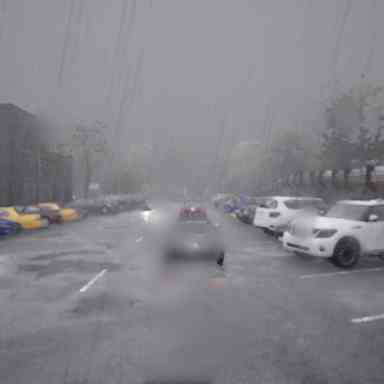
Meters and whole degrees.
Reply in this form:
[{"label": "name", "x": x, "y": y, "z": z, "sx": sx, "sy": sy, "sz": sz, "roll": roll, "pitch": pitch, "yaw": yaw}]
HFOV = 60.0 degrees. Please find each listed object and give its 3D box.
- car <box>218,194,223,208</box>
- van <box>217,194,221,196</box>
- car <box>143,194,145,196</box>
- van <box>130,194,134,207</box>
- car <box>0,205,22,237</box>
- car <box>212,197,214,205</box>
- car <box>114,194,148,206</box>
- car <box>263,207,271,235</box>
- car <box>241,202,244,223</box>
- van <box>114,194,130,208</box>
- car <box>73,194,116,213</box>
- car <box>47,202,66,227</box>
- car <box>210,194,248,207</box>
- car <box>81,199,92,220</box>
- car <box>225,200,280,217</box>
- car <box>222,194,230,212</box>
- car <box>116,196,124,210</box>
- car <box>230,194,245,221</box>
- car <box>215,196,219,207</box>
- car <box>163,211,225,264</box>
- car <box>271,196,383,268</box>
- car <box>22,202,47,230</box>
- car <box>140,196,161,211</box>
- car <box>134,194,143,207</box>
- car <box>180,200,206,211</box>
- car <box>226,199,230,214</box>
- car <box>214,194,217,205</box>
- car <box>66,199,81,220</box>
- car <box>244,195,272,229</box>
[{"label": "car", "x": 5.914, "y": 1.467, "z": 38.677, "sx": 4.553, "sy": 1.767, "sz": 2.185, "roll": 1, "pitch": 0, "yaw": -20}, {"label": "van", "x": 6.067, "y": 1.384, "z": 44.766, "sx": 4.442, "sy": 1.987, "sz": 1.878, "roll": 1, "pitch": 0, "yaw": -20}, {"label": "car", "x": -10.960, "y": 1.379, "z": 53.994, "sx": 5.566, "sy": 2.045, "sz": 2.435, "roll": -1, "pitch": 0, "yaw": -20}, {"label": "van", "x": -11.098, "y": 1.392, "z": 48.017, "sx": 4.442, "sy": 1.987, "sz": 1.878, "roll": -1, "pitch": 0, "yaw": -20}, {"label": "car", "x": -11.013, "y": 1.530, "z": 15.504, "sx": 5.008, "sy": 1.535, "sz": 2.097, "roll": -1, "pitch": 0, "yaw": -20}, {"label": "car", "x": 5.944, "y": 1.371, "z": 50.747, "sx": 5.566, "sy": 2.045, "sz": 2.435, "roll": 1, "pitch": 0, "yaw": -20}, {"label": "car", "x": -11.001, "y": 1.394, "z": 59.878, "sx": 5.566, "sy": 2.045, "sz": 2.435, "roll": -1, "pitch": 0, "yaw": -20}, {"label": "car", "x": 5.900, "y": 1.556, "z": 14.488, "sx": 4.792, "sy": 1.488, "sz": 2.163, "roll": 1, "pitch": 0, "yaw": -20}, {"label": "car", "x": 5.921, "y": 1.545, "z": 20.552, "sx": 4.892, "sy": 1.521, "sz": 2.231, "roll": 1, "pitch": 0, "yaw": -20}, {"label": "van", "x": -11.102, "y": 1.385, "z": 45.058, "sx": 4.442, "sy": 1.987, "sz": 1.878, "roll": -1, "pitch": 0, "yaw": -20}, {"label": "car", "x": -11.028, "y": 1.461, "z": 36.215, "sx": 4.553, "sy": 1.767, "sz": 2.185, "roll": -1, "pitch": 0, "yaw": -20}, {"label": "car", "x": -11.011, "y": 1.546, "z": 21.434, "sx": 5.008, "sy": 1.535, "sz": 2.097, "roll": -1, "pitch": 0, "yaw": -20}, {"label": "car", "x": 5.988, "y": 1.379, "z": 53.807, "sx": 5.566, "sy": 2.045, "sz": 2.435, "roll": 1, "pitch": 0, "yaw": -20}, {"label": "car", "x": -10.981, "y": 1.592, "z": 27.364, "sx": 4.792, "sy": 1.488, "sz": 2.163, "roll": -1, "pitch": 0, "yaw": -20}, {"label": "car", "x": 5.914, "y": 1.606, "z": 32.624, "sx": 4.792, "sy": 1.488, "sz": 2.163, "roll": 1, "pitch": 0, "yaw": -20}, {"label": "car", "x": 5.973, "y": 1.317, "z": 29.623, "sx": 5.566, "sy": 2.045, "sz": 2.435, "roll": 1, "pitch": 0, "yaw": -20}, {"label": "car", "x": -10.995, "y": 1.595, "z": 39.190, "sx": 4.892, "sy": 1.521, "sz": 2.231, "roll": -1, "pitch": 0, "yaw": -20}, {"label": "car", "x": 5.908, "y": 1.300, "z": 23.560, "sx": 5.566, "sy": 2.045, "sz": 2.435, "roll": 1, "pitch": 0, "yaw": -20}, {"label": "car", "x": 5.961, "y": 1.602, "z": 41.698, "sx": 4.892, "sy": 1.521, "sz": 2.231, "roll": 1, "pitch": 0, "yaw": -20}, {"label": "car", "x": 0.059, "y": 1.597, "z": 11.920, "sx": 1.994, "sy": 1.385, "sz": 4.181, "roll": 0, "pitch": 0, "yaw": 0}, {"label": "car", "x": 5.904, "y": 1.267, "z": 11.465, "sx": 5.566, "sy": 2.045, "sz": 2.435, "roll": 1, "pitch": 0, "yaw": -20}, {"label": "car", "x": -11.184, "y": 1.537, "z": 18.401, "sx": 5.366, "sy": 1.575, "sz": 1.946, "roll": -1, "pitch": 0, "yaw": -20}, {"label": "car", "x": -5.080, "y": 1.610, "z": 43.389, "sx": 2.128, "sy": 1.511, "sz": 4.902, "roll": 0, "pitch": 0, "yaw": 0}, {"label": "car", "x": -10.964, "y": 1.372, "z": 51.035, "sx": 5.566, "sy": 2.045, "sz": 2.435, "roll": -1, "pitch": 0, "yaw": -20}, {"label": "car", "x": 0.080, "y": 1.430, "z": 28.313, "sx": 2.097, "sy": 1.767, "sz": 4.553, "roll": 0, "pitch": 0, "yaw": 0}, {"label": "car", "x": 5.766, "y": 1.555, "z": 26.522, "sx": 5.366, "sy": 1.575, "sz": 1.946, "roll": 1, "pitch": 0, "yaw": -20}, {"label": "car", "x": 5.994, "y": 1.491, "z": 47.748, "sx": 4.553, "sy": 1.767, "sz": 2.185, "roll": 1, "pitch": 0, "yaw": -20}, {"label": "car", "x": -11.178, "y": 1.553, "z": 24.318, "sx": 5.366, "sy": 1.575, "sz": 1.946, "roll": -1, "pitch": 0, "yaw": -20}, {"label": "car", "x": 5.964, "y": 1.284, "z": 17.532, "sx": 5.566, "sy": 2.045, "sz": 2.435, "roll": 1, "pitch": 0, "yaw": -20}]
